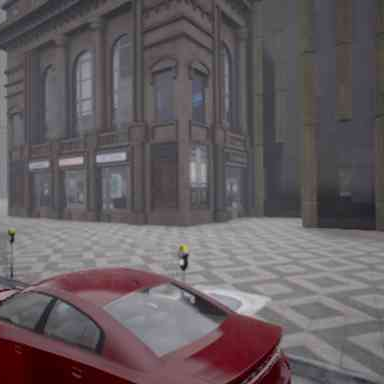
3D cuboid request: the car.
[{"bbox_3d":[-1.201,1.576,3.823,4.507,1.381,1.887,-1,-1,36],"label":"car"}]
